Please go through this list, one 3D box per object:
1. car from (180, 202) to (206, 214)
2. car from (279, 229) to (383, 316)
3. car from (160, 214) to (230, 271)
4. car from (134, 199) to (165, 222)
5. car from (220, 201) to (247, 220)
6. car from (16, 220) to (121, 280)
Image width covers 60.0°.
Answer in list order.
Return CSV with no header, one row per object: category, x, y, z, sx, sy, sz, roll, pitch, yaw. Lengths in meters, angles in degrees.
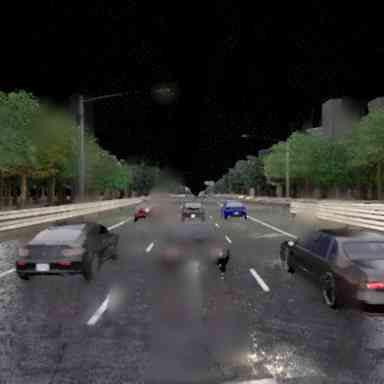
car,0.096,1.576,27.924,1.837,1.490,4.892,0,0,0
car,3.567,1.580,7.845,2.033,1.411,5.357,0,0,0
car,0.083,1.647,11.055,1.895,1.301,4.718,0,0,0
car,-3.408,1.424,27.512,2.097,1.767,4.553,0,0,0
car,3.599,1.548,29.330,1.882,1.535,5.008,0,0,0
car,-3.420,1.568,9.930,1.812,1.442,4.674,0,0,0
